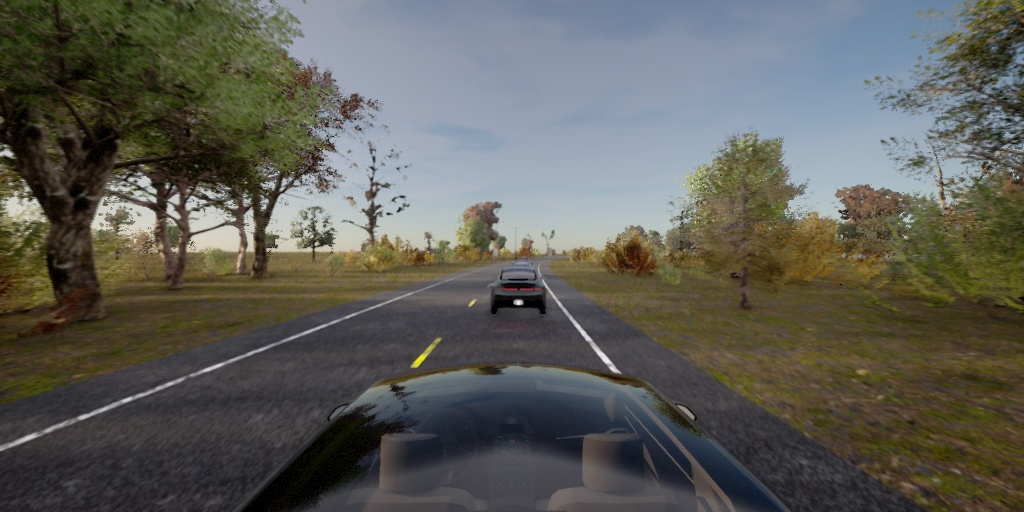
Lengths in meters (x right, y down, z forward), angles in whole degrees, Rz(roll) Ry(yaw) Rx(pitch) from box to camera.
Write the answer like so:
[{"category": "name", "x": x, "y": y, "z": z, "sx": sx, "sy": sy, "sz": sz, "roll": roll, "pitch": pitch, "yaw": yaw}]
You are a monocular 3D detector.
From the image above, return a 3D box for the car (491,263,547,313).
[{"category": "car", "x": 0.247, "y": 1.167, "z": 13.453, "sx": 1.837, "sy": 1.490, "sz": 4.892, "roll": 0, "pitch": 0, "yaw": 1}]

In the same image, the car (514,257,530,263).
[{"category": "car", "x": 0.875, "y": 1.045, "z": 31.514, "sx": 1.812, "sy": 1.442, "sz": 4.674, "roll": 0, "pitch": 0, "yaw": 3}]
